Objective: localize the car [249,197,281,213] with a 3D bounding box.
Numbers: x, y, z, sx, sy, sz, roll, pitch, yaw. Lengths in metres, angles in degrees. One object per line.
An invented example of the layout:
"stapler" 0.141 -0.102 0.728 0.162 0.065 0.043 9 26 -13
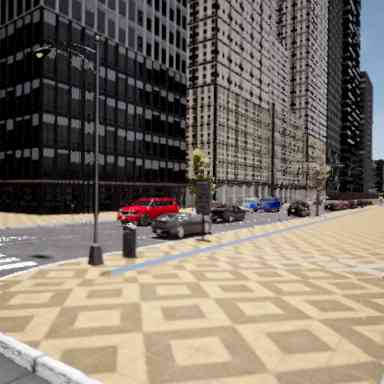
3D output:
"car" 10.256 1.722 45.292 2.150 2.045 5.566 1 0 35

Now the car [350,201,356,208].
"car" 28.336 2.247 61.286 1.967 1.590 4.097 0 0 35

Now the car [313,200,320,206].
"car" 27.894 2.368 75.334 1.947 1.339 4.313 0 0 35

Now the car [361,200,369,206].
"car" 37.996 2.538 75.186 1.947 1.339 4.313 0 0 35

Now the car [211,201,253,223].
"car" 3.404 1.883 29.953 1.837 1.490 4.892 1 0 35

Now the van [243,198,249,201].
"van" 8.578 1.812 47.544 1.690 1.788 3.998 0 0 35

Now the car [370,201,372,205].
"car" 44.437 2.625 84.452 1.887 1.381 4.507 0 0 35

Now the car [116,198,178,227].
"car" -3.283 1.484 25.918 2.150 2.045 5.566 1 0 35

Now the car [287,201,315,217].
"car" 12.234 2.096 38.120 1.947 1.339 4.313 0 0 35

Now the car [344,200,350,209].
"car" 25.114 2.334 56.653 1.802 1.307 4.206 0 0 35

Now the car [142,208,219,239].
"car" -0.540 1.858 19.515 2.008 1.369 4.403 0 0 35

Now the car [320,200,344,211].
"car" 21.895 2.263 52.019 1.947 1.339 4.313 0 0 35

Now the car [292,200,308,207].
"car" 21.455 2.274 66.070 1.802 1.307 4.206 0 0 35

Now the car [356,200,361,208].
"car" 31.555 2.428 65.919 1.947 1.339 4.313 0 0 35
